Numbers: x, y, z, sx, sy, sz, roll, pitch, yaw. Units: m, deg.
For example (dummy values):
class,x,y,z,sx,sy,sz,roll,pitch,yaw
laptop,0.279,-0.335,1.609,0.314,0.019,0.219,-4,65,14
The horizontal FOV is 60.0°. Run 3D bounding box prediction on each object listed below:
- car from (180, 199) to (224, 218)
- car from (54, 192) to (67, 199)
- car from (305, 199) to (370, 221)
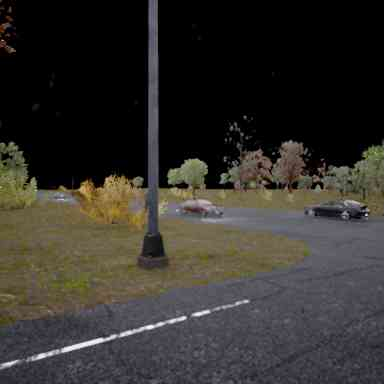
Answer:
class,x,y,z,sx,sy,sz,roll,pitch,yaw
car,0.712,1.312,28.398,1.812,1.442,4.674,-1,1,-35
car,-27.035,0.731,68.207,2.128,1.511,4.902,-1,1,-31
car,11.105,1.340,25.793,1.837,1.490,4.892,-1,1,-35
